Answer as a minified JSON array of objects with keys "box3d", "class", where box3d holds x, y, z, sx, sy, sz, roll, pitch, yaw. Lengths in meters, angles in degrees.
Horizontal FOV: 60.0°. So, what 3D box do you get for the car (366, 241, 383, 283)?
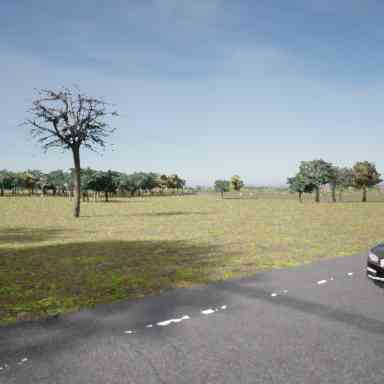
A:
[{"box3d":[6.344,1.483,8.430,4.902,1.511,2.128,0,0,-35],"class":"car"}]
